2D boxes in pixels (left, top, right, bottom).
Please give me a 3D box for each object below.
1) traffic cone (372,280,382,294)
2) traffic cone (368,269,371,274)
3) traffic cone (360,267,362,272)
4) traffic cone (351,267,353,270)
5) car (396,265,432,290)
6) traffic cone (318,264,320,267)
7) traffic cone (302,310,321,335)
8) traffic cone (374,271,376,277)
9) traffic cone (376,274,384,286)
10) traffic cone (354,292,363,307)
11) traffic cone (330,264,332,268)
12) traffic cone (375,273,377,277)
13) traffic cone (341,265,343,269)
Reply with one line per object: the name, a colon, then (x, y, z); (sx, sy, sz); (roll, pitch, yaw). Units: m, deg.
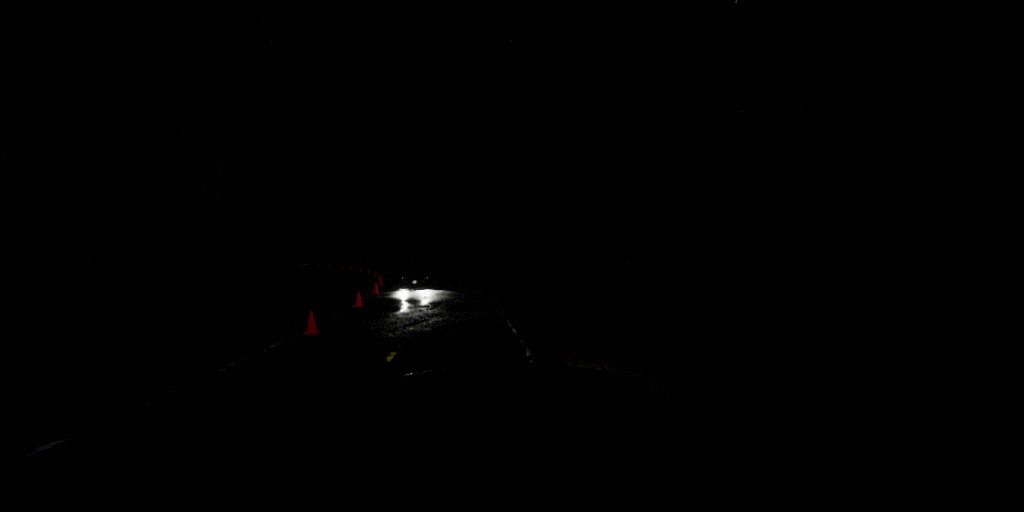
traffic cone: (-7.104, 1.670, 18.681); (0.340, 0.580, 0.340); (0, 0, -15)
traffic cone: (-14.539, 1.574, 36.510); (0.340, 0.580, 0.340); (0, 0, -30)
traffic cone: (-17.090, 1.539, 40.626); (0.340, 0.580, 0.340); (0, 0, -34)
traffic cone: (-19.899, 1.498, 44.569); (0.340, 0.580, 0.340); (0, 0, -37)
car: (-6.125, 1.276, 22.241); (1.994, 1.385, 4.181); (0, 0, -18)
traffic cone: (-29.752, 1.357, 55.215); (0.340, 0.580, 0.340); (0, 0, 42)
traffic cone: (-5.149, 1.694, 9.202); (0.340, 0.580, 0.340); (0, 0, -8)
traffic cone: (-12.256, 1.605, 32.240); (0.340, 0.580, 0.340); (0, 0, -26)
traffic cone: (-8.530, 1.652, 23.307); (0.340, 0.580, 0.340); (0, 0, -19)
traffic cone: (-5.975, 1.683, 13.973); (0.340, 0.580, 0.340); (0, 0, -12)
traffic cone: (-26.243, 1.405, 51.879); (0.340, 0.580, 0.340); (0, 0, -45)
traffic cone: (-10.250, 1.631, 27.834); (0.340, 0.580, 0.340); (0, 0, -23)
traffic cone: (-22.954, 1.452, 48.325); (0.340, 0.580, 0.340); (0, 0, -41)
